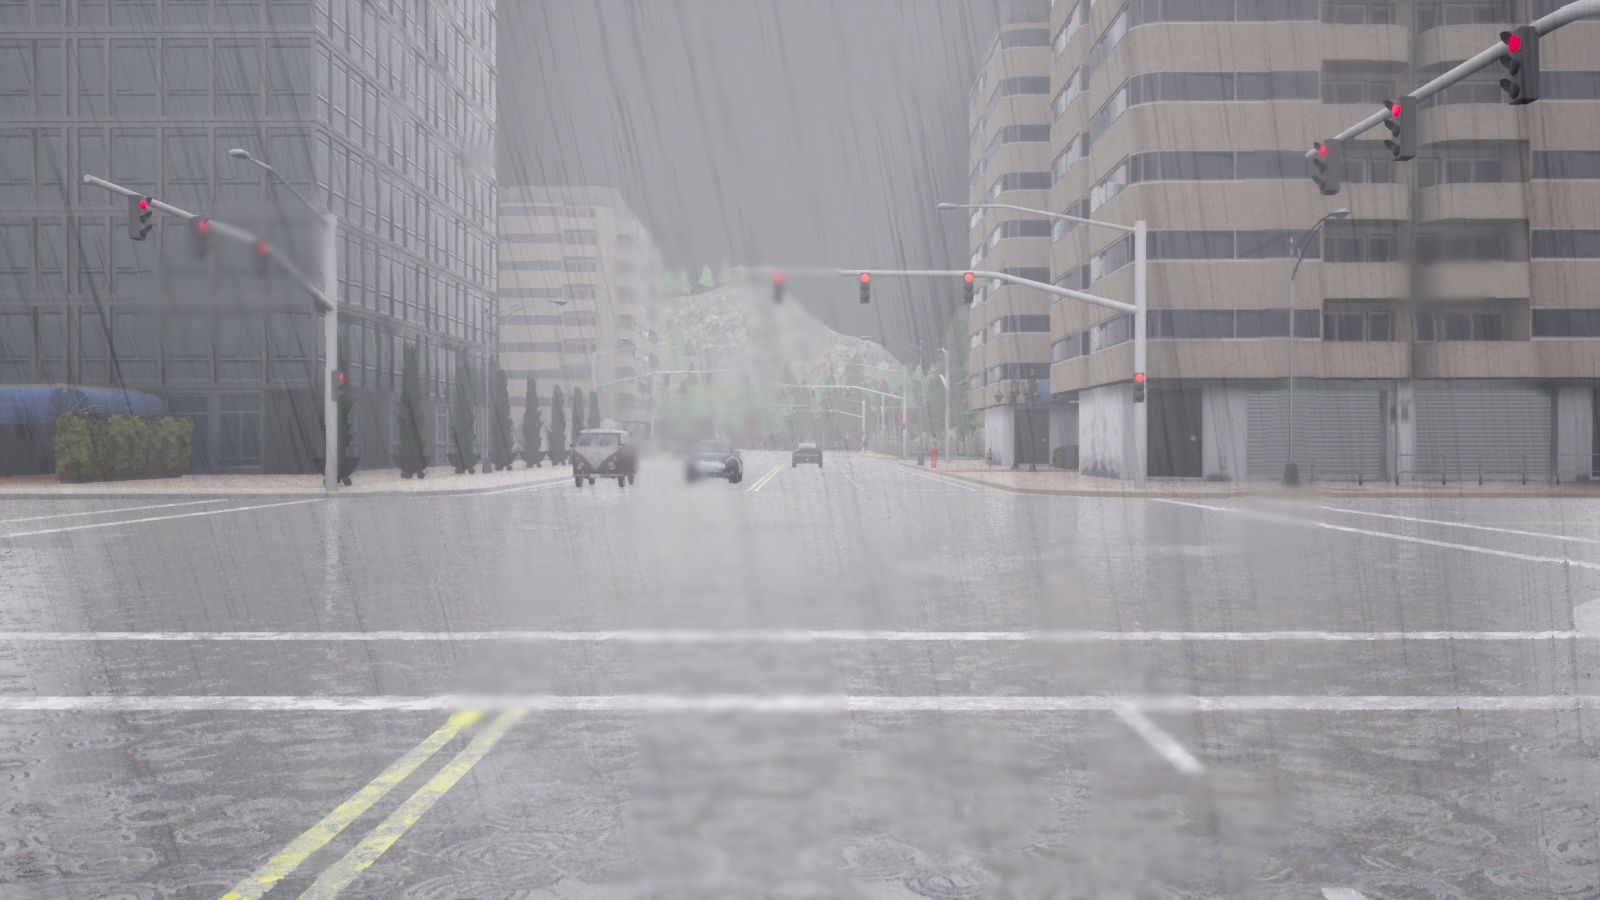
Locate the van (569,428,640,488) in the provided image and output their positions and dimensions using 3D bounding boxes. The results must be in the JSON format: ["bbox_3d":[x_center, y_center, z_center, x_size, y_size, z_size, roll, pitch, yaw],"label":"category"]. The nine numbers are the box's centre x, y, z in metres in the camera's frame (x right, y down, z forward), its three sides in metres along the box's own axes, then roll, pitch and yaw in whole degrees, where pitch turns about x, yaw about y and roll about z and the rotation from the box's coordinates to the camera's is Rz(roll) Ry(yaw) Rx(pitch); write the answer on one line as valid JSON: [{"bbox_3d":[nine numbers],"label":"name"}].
[{"bbox_3d":[-6.735,0.247,43.655,1.775,1.987,4.442,0,0,0],"label":"van"}]

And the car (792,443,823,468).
[{"bbox_3d":[0.453,0.319,76.675,1.837,1.490,4.892,0,0,0],"label":"car"}]

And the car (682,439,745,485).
[{"bbox_3d":[-3.212,0.405,47.634,2.033,1.649,4.856,0,0,0],"label":"car"}]

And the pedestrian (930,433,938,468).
[{"bbox_3d":[7.161,0.027,67.060,0.345,1.836,0.594,0,0,-2],"label":"pedestrian"}]
